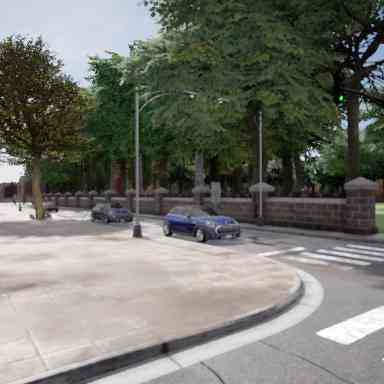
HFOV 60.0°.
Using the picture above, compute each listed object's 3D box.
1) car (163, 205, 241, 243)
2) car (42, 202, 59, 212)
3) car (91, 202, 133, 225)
[{"bbox_3d":[0.385,1.478,17.098,2.097,1.767,4.553,0,0,-35],"label":"car"},{"bbox_3d":[-19.670,2.060,45.358,2.033,1.411,5.357,0,-1,-35],"label":"car"},{"bbox_3d":[-6.490,1.594,26.731,2.097,1.767,4.553,0,-1,-35],"label":"car"}]
